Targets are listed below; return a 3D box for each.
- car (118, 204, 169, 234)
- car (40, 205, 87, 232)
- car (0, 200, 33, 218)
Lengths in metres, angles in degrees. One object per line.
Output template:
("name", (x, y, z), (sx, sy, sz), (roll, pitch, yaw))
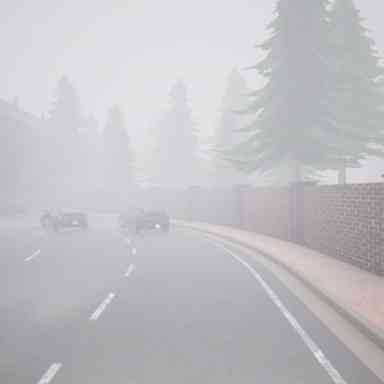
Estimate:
("car", (-2.899, 1.490, 19.373), (1.837, 1.490, 4.892), (1, 0, -27))
("car", (-7.751, 1.510, 20.065), (1.812, 1.442, 4.674), (1, 0, -36))
("car", (-16.761, 1.480, 30.137), (4.892, 1.490, 1.837), (0, 0, 21))
